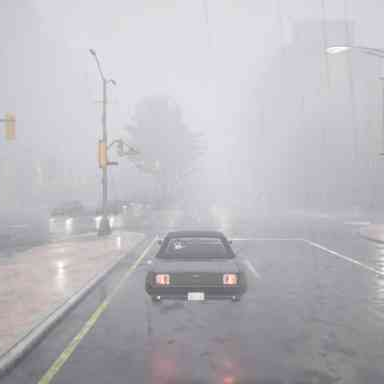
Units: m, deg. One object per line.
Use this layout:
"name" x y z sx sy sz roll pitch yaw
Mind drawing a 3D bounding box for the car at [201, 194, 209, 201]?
"car" 3.561 1.519 86.915 2.128 1.511 4.902 0 0 0

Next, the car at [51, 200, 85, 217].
"car" -11.579 1.505 31.339 1.837 1.490 4.892 0 0 0

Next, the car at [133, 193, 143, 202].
"car" -11.451 1.225 70.115 2.150 2.045 5.566 0 0 0

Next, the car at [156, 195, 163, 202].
"car" -7.950 1.552 70.533 1.994 1.385 4.181 0 0 0

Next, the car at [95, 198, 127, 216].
"car" -8.078 1.564 32.602 1.994 1.385 4.181 0 0 0

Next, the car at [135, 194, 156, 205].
"car" -8.041 1.547 58.404 2.033 1.411 5.357 0 0 0

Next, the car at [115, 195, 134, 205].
"car" -11.547 1.526 55.706 1.812 1.442 4.674 0 0 0

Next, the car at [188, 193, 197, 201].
"car" 0.061 1.218 86.531 2.150 2.045 5.566 0 0 0

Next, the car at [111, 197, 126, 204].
"car" -14.702 1.595 66.897 1.895 1.301 4.718 0 0 0

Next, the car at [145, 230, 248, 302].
"car" 0.080 1.601 8.233 1.895 1.301 4.718 0 0 0

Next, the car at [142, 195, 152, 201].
"car" -11.440 1.552 84.304 1.994 1.385 4.181 0 0 0

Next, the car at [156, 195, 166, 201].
"car" -7.940 1.539 85.135 2.033 1.411 5.357 0 0 0
